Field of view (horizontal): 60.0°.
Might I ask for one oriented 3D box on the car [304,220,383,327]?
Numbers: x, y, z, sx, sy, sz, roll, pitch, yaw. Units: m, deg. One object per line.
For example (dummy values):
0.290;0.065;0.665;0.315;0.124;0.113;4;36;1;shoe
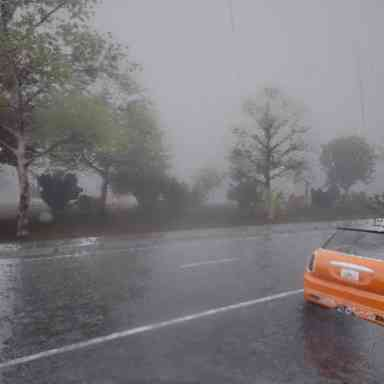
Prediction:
4.356;1.338;6.430;4.553;1.767;2.097;0;0;-31;car
